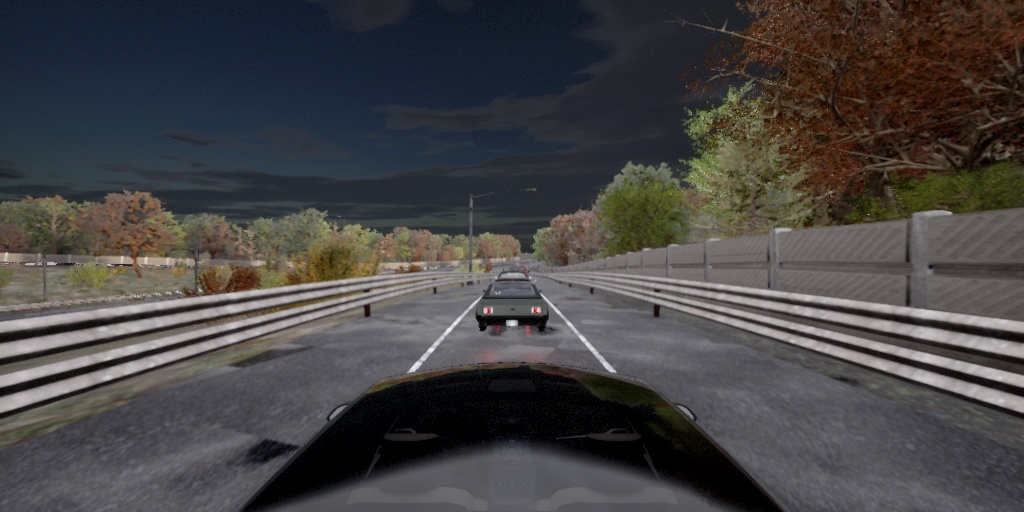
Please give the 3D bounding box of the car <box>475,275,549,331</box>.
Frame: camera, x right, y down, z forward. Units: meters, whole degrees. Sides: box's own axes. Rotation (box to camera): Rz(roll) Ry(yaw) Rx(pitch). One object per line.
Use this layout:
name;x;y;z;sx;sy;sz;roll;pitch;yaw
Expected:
car;0.008;1.439;11.246;1.895;1.301;4.718;0;-1;0

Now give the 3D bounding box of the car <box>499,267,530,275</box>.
car;0.071;1.519;19.312;1.882;1.535;5.008;0;-2;1
